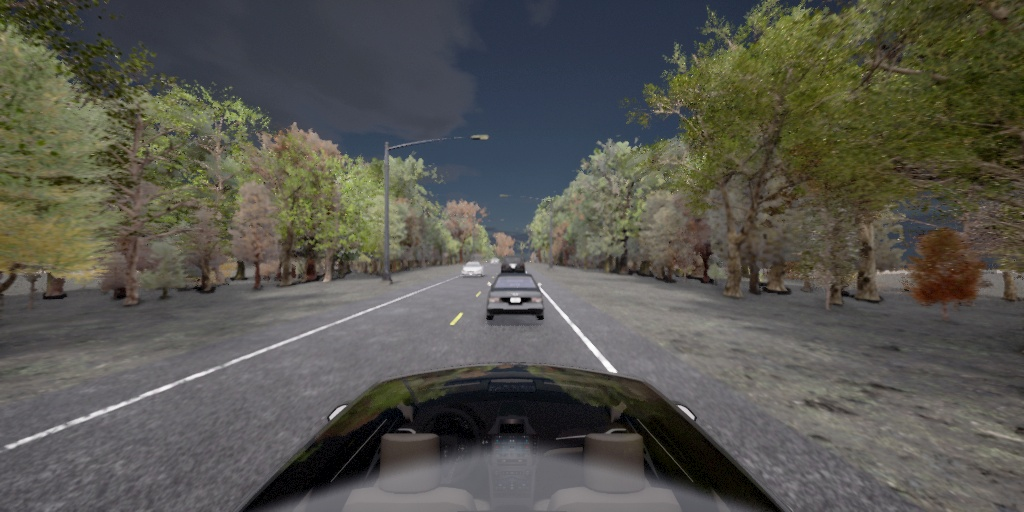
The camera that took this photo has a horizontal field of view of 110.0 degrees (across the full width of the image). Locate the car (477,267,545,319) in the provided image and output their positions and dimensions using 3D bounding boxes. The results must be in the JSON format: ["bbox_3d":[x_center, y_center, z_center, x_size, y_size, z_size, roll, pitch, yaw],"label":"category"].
[{"bbox_3d":[0.097,1.297,12.679,2.033,1.411,5.357,0,0,0],"label":"car"}]

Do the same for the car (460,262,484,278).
[{"bbox_3d":[-3.598,1.274,33.682,1.812,1.442,4.674,0,0,0],"label":"car"}]

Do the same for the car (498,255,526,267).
[{"bbox_3d":[0.095,0.970,32.533,2.150,2.045,5.566,0,0,0],"label":"car"}]
